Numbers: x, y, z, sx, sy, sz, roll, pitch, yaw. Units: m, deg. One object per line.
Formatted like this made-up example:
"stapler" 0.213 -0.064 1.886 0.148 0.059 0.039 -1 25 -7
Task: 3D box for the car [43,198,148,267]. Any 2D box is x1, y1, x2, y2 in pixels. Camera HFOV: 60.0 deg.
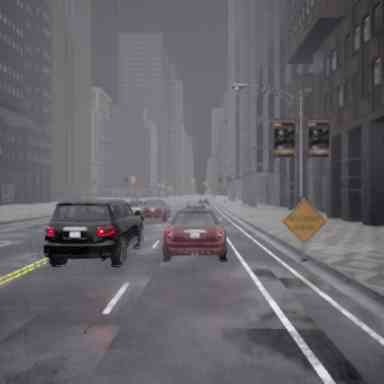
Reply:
"car" -3.140 1.249 11.709 2.150 2.045 5.566 0 0 1

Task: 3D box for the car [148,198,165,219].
"car" -2.960 1.423 27.528 2.097 1.767 4.553 0 0 1

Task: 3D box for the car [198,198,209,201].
"car" 0.297 1.566 27.783 2.128 1.511 4.902 0 0 1

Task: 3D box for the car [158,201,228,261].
"car" 0.122 1.380 12.526 2.097 1.767 4.553 0 0 1

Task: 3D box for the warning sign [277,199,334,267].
"warning sign" 3.249 1.138 9.659 1.300 1.860 1.060 0 0 0

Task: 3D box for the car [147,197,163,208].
"car" -5.783 1.634 52.572 1.882 1.535 5.008 0 0 2

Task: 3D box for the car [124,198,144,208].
"car" -9.042 1.703 52.357 2.033 1.411 5.357 0 0 2
